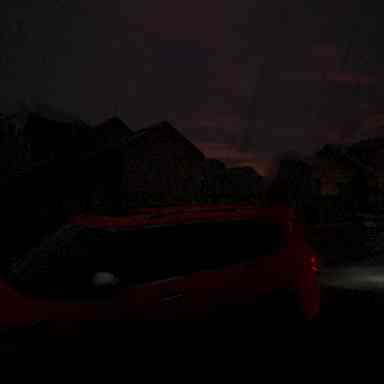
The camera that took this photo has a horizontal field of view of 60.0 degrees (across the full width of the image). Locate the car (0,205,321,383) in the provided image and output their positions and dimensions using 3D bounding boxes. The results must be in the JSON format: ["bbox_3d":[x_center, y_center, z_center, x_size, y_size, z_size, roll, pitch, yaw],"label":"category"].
[{"bbox_3d":[-0.719,1.222,4.095,5.566,2.045,2.150,0,0,-36],"label":"car"}]

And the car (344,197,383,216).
[{"bbox_3d":[14.848,1.174,28.425,1.845,1.501,3.633,0,0,-39],"label":"car"}]
